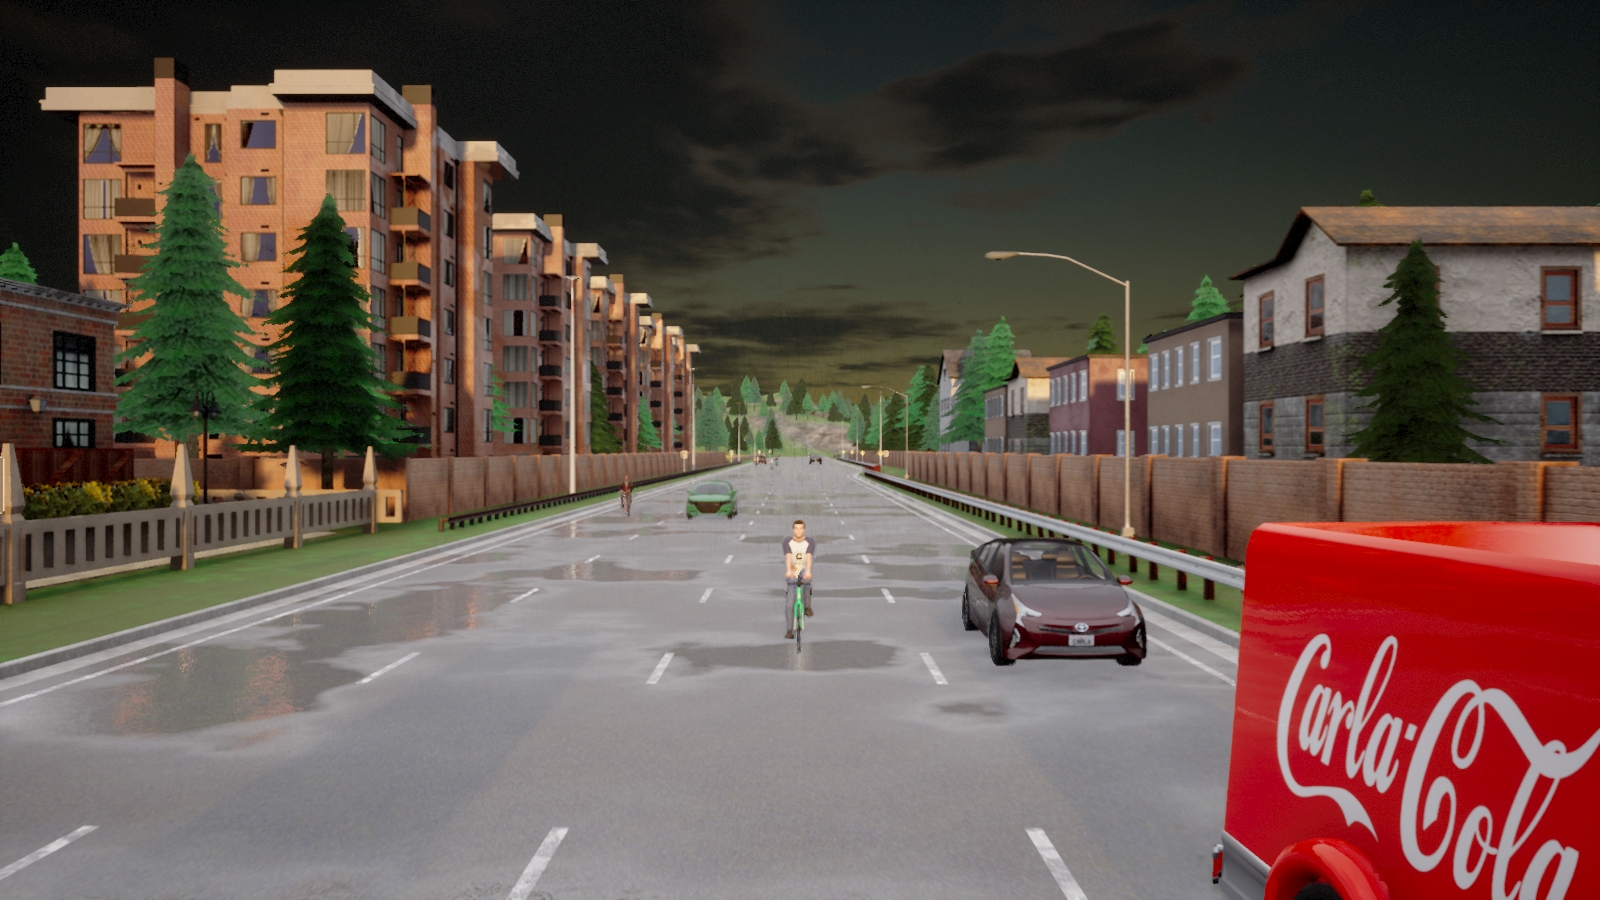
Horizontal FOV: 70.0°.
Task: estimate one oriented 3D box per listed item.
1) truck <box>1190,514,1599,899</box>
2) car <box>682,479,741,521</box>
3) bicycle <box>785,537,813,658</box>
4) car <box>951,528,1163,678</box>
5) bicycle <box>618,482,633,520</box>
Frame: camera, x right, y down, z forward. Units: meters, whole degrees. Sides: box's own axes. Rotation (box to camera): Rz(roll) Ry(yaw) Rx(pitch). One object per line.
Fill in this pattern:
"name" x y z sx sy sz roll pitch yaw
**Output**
"truck" 3.483 1.571 3.709 2.627 2.467 5.204 0 0 0
"car" -3.620 2.030 47.556 2.097 1.535 5.006 0 0 0
"bicycle" -0.014 2.054 16.257 0.373 1.496 1.643 0 1 0
"car" 3.456 2.037 16.303 2.007 1.525 4.514 0 0 0
"bicycle" -7.114 2.057 46.666 0.329 1.471 1.835 0 0 0
